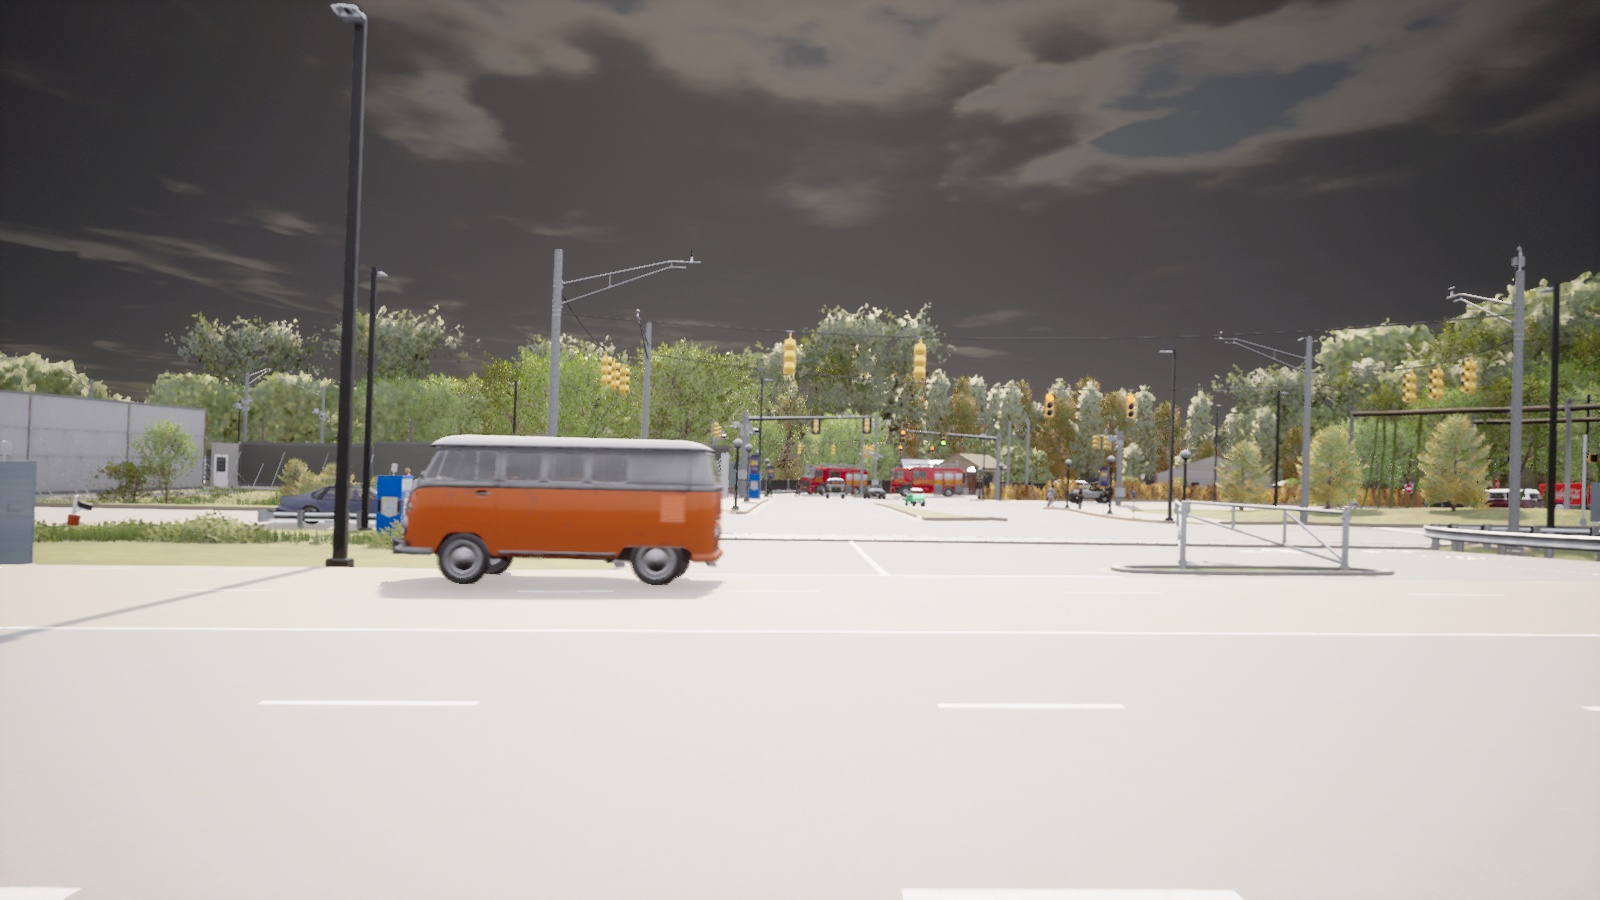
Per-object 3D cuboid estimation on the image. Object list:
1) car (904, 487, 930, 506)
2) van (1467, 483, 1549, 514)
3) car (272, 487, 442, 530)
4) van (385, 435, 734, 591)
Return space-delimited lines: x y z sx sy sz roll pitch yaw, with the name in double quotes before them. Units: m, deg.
"car" 8.720 3.473 93.816 1.481 1.376 2.207 1 -1 -7
"van" 48.326 3.302 85.832 2.069 2.038 4.480 2 -2 -25
"car" -15.813 2.082 44.987 5.357 1.411 2.033 0 -1 1
"van" -3.200 0.841 17.363 4.442 1.987 1.775 1 -1 0
